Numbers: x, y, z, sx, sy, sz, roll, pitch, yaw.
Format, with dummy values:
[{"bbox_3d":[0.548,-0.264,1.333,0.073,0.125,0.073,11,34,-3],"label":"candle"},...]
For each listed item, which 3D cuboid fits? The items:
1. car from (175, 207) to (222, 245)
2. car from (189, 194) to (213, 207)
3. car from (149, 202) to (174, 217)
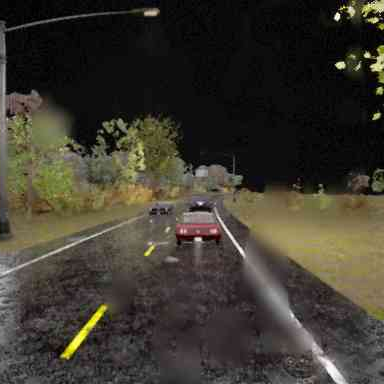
[{"bbox_3d":[0.288,1.601,15.527,1.895,1.301,4.718,0,0,1],"label":"car"},{"bbox_3d":[0.913,1.224,33.762,2.150,2.045,5.566,0,0,3],"label":"car"},{"bbox_3d":[-2.878,1.600,31.671,1.895,1.301,4.718,0,0,2],"label":"car"}]
